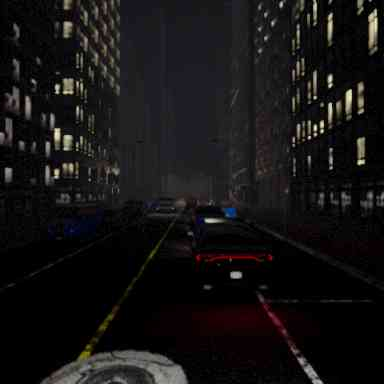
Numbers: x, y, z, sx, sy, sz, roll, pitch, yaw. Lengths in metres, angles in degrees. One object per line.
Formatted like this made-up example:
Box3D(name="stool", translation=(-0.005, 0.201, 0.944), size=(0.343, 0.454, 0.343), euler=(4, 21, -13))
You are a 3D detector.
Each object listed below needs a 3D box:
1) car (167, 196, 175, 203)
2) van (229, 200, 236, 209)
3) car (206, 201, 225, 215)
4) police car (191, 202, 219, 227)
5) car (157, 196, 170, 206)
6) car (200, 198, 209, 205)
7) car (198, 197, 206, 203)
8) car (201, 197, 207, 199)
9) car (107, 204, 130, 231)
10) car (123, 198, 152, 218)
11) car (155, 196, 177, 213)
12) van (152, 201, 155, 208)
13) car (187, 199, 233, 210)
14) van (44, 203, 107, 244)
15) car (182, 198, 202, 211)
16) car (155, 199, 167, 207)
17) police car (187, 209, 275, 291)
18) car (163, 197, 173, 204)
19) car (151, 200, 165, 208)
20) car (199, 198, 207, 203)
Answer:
Box3D(name="car", translation=(-5.686, 1.993, 90.190), size=(1.967, 1.590, 4.097), euler=(0, 0, 0))
Box3D(name="van", translation=(2.694, 1.544, 27.641), size=(1.690, 1.788, 3.998), euler=(0, 0, 0))
Box3D(name="car", translation=(2.693, 1.828, 39.010), size=(2.008, 1.369, 4.403), euler=(0, 0, 0))
Box3D(name="police car", translation=(0.898, 1.613, 25.344), size=(1.930, 1.638, 5.238), euler=(0, 0, 0))
Box3D(name="car", translation=(-5.685, 1.758, 67.447), size=(2.192, 1.841, 5.009), euler=(0, 0, 0))
Box3D(name="car", translation=(2.693, 2.038, 73.122), size=(1.947, 1.339, 4.313), euler=(0, 0, 0))
Box3D(name="car", translation=(2.693, 2.097, 90.177), size=(1.887, 1.381, 4.507), euler=(0, 0, 0))
Box3D(name="car", translation=(2.694, 1.969, 67.606), size=(1.752, 1.417, 4.829), euler=(0, 0, 0))
Box3D(name="car", translation=(-5.688, 1.730, 21.959), size=(1.947, 1.339, 4.313), euler=(0, 0, 0))
Box3D(name="car", translation=(-5.686, 1.556, 33.333), size=(2.192, 1.841, 5.009), euler=(0, 0, 0))
Box3D(name="car", translation=(-3.101, 1.514, 41.490), size=(2.150, 2.045, 5.566), euler=(0, 0, 0))
Box3D(name="van", translation=(-5.686, 1.618, 39.018), size=(1.690, 1.788, 3.998), euler=(0, 0, 0))
Box3D(name="car", translation=(0.898, 1.496, 19.204), size=(2.097, 1.767, 4.553), euler=(0, 0, 0))
Box3D(name="van", translation=(-5.686, 1.465, 16.275), size=(1.690, 1.788, 3.998), euler=(0, 0, 0))
Box3D(name="car", translation=(0.005, 1.879, 45.217), size=(1.994, 1.385, 4.181), euler=(0, 0, 0))
Box3D(name="car", translation=(-5.687, 1.957, 61.760), size=(1.887, 1.381, 4.507), euler=(0, 0, 0))
Box3D(name="police car", translation=(0.899, 1.498, 9.344), size=(1.930, 1.638, 5.238), euler=(0, 0, 0))
Box3D(name="car", translation=(-5.686, 1.940, 78.818), size=(1.967, 1.590, 4.097), euler=(0, 0, 0))
Box3D(name="car", translation=(-5.688, 1.962, 56.075), size=(1.802, 1.307, 4.206), euler=(0, 0, 0))
Box3D(name="car", translation=(2.693, 2.109, 84.491), size=(1.802, 1.307, 4.206), euler=(0, 0, 0))
